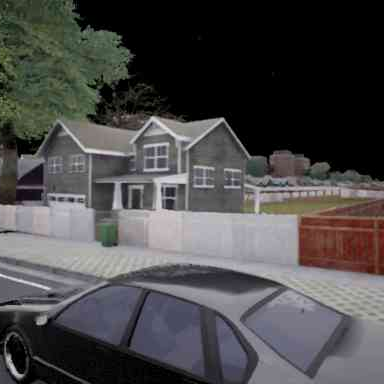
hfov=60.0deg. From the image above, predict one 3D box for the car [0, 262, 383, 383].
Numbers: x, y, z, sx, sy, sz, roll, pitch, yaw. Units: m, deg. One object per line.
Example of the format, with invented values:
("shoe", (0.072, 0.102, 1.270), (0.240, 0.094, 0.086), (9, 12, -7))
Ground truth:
("car", (-0.235, 1.573, 3.730), (5.357, 1.411, 2.033), (-1, 0, 35))
